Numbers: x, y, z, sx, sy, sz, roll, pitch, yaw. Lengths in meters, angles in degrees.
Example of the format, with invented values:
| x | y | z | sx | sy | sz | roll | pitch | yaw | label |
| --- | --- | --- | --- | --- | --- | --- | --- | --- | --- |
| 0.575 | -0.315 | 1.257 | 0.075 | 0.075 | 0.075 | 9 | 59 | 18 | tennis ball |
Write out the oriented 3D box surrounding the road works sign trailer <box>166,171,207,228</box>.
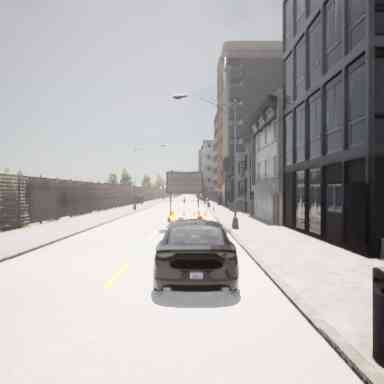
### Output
| x | y | z | sx | sy | sz | roll | pitch | yaw | label |
| --- | --- | --- | --- | --- | --- | --- | --- | --- | --- |
| -0.508 | 0.456 | 21.201 | 2.380 | 3.560 | 2.880 | 0 | 0 | -16 | road works sign trailer |

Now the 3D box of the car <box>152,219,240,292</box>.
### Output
| x | y | z | sx | sy | sz | roll | pitch | yaw | label |
| --- | --- | --- | --- | --- | --- | --- | --- | --- | --- |
| 0.087 | 1.474 | 8.971 | 1.882 | 1.535 | 5.008 | 0 | 0 | 0 | car |
